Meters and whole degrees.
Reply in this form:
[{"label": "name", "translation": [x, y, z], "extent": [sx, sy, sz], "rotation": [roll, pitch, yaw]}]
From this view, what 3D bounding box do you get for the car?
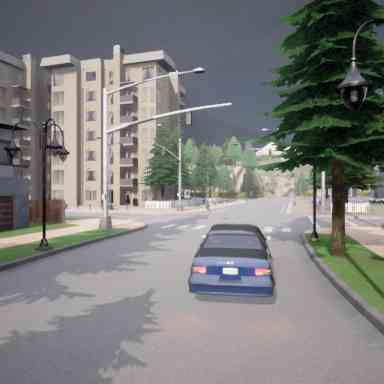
[{"label": "car", "translation": [1.131, 1.547, 8.790], "extent": [2.033, 1.411, 5.357], "rotation": [0, 0, 9]}]
